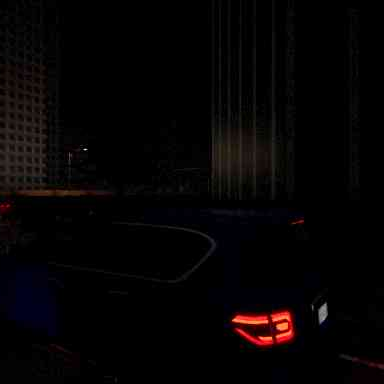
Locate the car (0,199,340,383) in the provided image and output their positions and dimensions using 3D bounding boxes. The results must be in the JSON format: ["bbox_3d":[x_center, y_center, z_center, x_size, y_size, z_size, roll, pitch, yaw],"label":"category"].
[{"bbox_3d":[-0.958,1.221,4.671,5.566,2.045,2.150,0,0,35],"label":"car"}]

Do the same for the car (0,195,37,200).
[{"bbox_3d":[-14.313,1.276,29.495,2.150,2.045,5.566,0,0,35],"label":"car"}]
